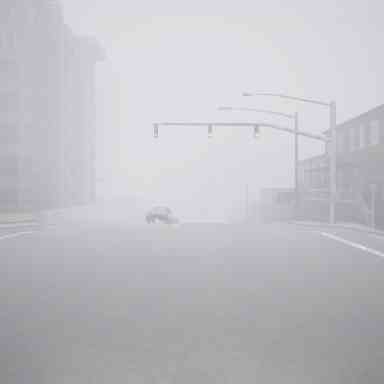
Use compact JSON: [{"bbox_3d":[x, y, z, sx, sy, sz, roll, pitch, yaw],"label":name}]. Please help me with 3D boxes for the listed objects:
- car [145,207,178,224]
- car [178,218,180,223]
[{"bbox_3d":[-2.663,1.958,28.379,2.033,1.411,5.357,0,-4,2],"label":"car"},{"bbox_3d":[-2.354,3.463,38.270,1.994,1.385,4.181,0,-12,2],"label":"car"}]
